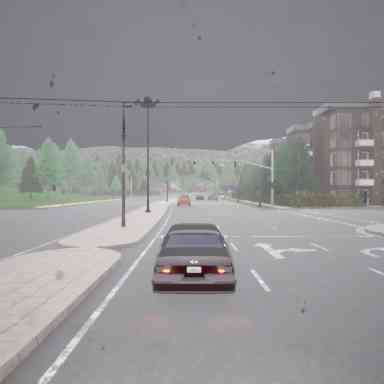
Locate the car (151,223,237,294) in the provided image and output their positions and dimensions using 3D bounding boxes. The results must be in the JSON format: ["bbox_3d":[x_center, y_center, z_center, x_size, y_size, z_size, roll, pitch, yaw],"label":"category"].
[{"bbox_3d":[0.049,1.547,8.930,2.033,1.411,5.357,0,0,0],"label":"car"}]

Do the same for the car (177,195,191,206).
[{"bbox_3d":[-1.312,1.352,54.676,2.097,1.767,4.553,0,0,-1],"label":"car"}]

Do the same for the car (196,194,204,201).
[{"bbox_3d":[2.050,1.477,85.536,1.882,1.535,5.008,0,0,0],"label":"car"}]

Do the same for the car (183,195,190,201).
[{"bbox_3d":[-1.450,1.523,85.501,1.812,1.442,4.674,0,0,0],"label":"car"}]

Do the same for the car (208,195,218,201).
[{"bbox_3d":[5.550,1.539,85.541,2.033,1.411,5.357,0,0,0],"label":"car"}]
